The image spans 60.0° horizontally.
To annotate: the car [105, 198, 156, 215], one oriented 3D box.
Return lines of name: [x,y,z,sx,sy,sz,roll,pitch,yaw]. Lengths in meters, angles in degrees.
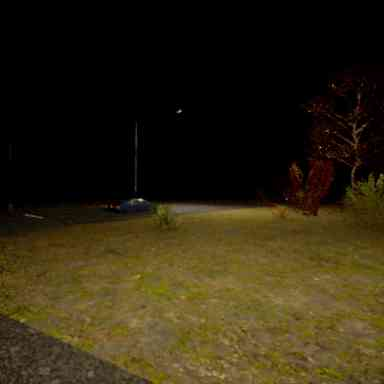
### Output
car: [-5.041,1.220,29.309,2.033,1.411,5.357,2,2,39]

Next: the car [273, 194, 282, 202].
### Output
car: [15.072,0.940,54.051,1.895,1.301,4.718,2,2,39]
